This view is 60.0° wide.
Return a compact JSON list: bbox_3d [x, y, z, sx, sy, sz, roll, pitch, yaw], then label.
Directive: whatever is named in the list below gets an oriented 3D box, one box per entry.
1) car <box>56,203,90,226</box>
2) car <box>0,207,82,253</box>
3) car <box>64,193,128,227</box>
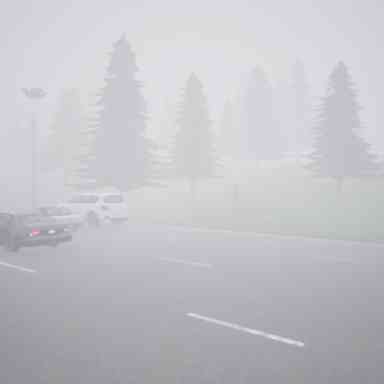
[{"bbox_3d":[-8.075,1.472,18.343,4.718,1.301,1.895,1,0,35],"label":"car"},{"bbox_3d":[-7.039,1.447,13.308,5.357,1.411,2.033,1,0,35],"label":"car"},{"bbox_3d":[-6.602,1.088,21.591,5.566,2.045,2.150,1,0,35],"label":"car"}]
